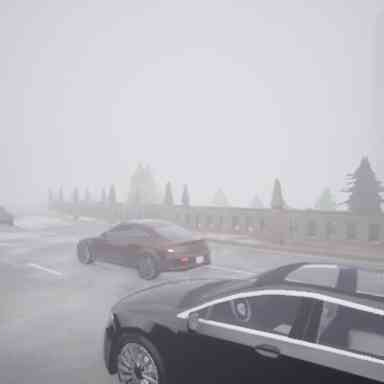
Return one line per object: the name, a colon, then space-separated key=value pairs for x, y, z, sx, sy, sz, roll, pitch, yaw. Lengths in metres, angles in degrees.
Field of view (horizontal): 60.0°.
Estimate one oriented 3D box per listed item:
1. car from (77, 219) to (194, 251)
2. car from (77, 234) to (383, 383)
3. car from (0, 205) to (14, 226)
car: x=-1.561 y=1.551 z=9.955 sx=4.674 sy=1.442 sz=1.812 roll=0 pitch=0 yaw=40
car: x=1.153 y=1.506 z=3.331 sx=4.902 sy=1.511 sz=2.128 roll=0 pitch=0 yaw=36
car: x=-13.556 y=1.590 z=22.645 sx=1.994 sy=1.385 sz=4.181 roll=0 pitch=0 yaw=-38
